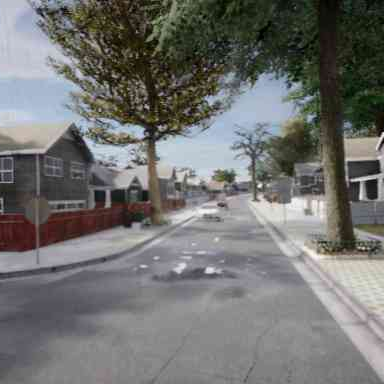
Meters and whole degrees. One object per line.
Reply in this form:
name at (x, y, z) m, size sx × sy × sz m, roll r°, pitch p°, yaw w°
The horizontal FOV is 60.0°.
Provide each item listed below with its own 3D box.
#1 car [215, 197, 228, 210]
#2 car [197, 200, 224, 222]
car at (3.960, 1.432, 46.396) m, size 2.097 × 1.767 × 4.553 m, roll -2°, pitch 0°, yaw 8°
car at (1.535, 1.725, 28.888) m, size 1.812 × 1.442 × 4.674 m, roll -2°, pitch 0°, yaw 8°
